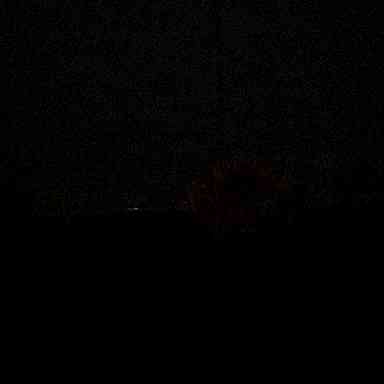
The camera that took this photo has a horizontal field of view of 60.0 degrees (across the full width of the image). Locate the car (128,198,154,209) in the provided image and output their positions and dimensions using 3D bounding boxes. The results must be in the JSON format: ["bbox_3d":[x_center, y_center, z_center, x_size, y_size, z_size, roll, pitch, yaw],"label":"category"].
[{"bbox_3d":[-8.573,1.845,55.915,2.097,1.767,4.553,-1,-1,36],"label":"car"}]

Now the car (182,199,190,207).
[{"bbox_3d":[0.138,2.046,61.812,1.837,1.490,4.892,-1,-1,36],"label":"car"}]
